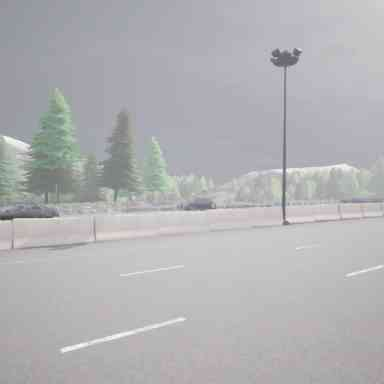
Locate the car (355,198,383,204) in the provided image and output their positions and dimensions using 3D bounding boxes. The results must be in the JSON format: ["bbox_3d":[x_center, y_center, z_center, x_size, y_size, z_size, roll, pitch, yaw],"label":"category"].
[{"bbox_3d":[29.450,1.524,54.581,4.892,1.490,1.837,0,0,-35],"label":"car"}]

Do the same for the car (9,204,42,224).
[{"bbox_3d":[-11.338,1.493,21.687,4.902,1.511,2.128,0,0,-35],"label":"car"}]

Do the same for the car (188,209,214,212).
[{"bbox_3d":[0.453,1.358,38.541,4.553,1.767,2.097,0,0,-35],"label":"car"}]
